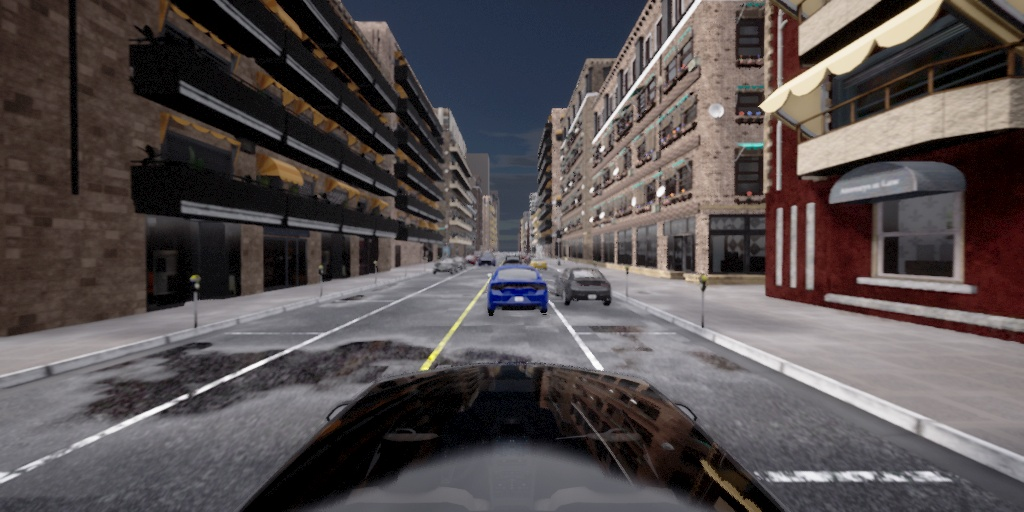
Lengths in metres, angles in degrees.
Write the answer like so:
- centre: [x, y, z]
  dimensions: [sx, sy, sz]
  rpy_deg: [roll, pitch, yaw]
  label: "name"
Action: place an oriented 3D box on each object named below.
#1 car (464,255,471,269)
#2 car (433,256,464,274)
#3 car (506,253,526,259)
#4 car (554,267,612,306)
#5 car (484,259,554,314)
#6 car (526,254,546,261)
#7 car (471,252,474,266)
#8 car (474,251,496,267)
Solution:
- centre: [-5.692, 0.725, 36.772]
  dimensions: [2.007, 1.370, 4.403]
  rpy_deg: [0, 0, 0]
  label: "car"
- centre: [-5.692, 0.818, 31.135]
  dimensions: [2.007, 1.370, 4.403]
  rpy_deg: [0, 0, 0]
  label: "car"
- centre: [0.100, 0.715, 34.647]
  dimensions: [1.837, 1.490, 4.892]
  rpy_deg: [0, 1, 0]
  label: "car"
- centre: [2.689, 1.096, 14.225]
  dimensions: [2.007, 1.370, 4.403]
  rpy_deg: [0, 0, 0]
  label: "car"
- centre: [0.130, 1.046, 12.793]
  dimensions: [1.882, 1.535, 5.008]
  rpy_deg: [0, 1, -2]
  label: "car"
- centre: [2.689, 0.700, 36.937]
  dimensions: [1.751, 1.417, 4.829]
  rpy_deg: [0, 0, 0]
  label: "car"
- centre: [-5.692, 0.535, 48.042]
  dimensions: [1.888, 1.381, 4.507]
  rpy_deg: [0, 0, 0]
  label: "car"
- centre: [-3.021, 0.408, 43.950]
  dimensions: [2.097, 1.767, 4.553]
  rpy_deg: [0, 1, 0]
  label: "car"
